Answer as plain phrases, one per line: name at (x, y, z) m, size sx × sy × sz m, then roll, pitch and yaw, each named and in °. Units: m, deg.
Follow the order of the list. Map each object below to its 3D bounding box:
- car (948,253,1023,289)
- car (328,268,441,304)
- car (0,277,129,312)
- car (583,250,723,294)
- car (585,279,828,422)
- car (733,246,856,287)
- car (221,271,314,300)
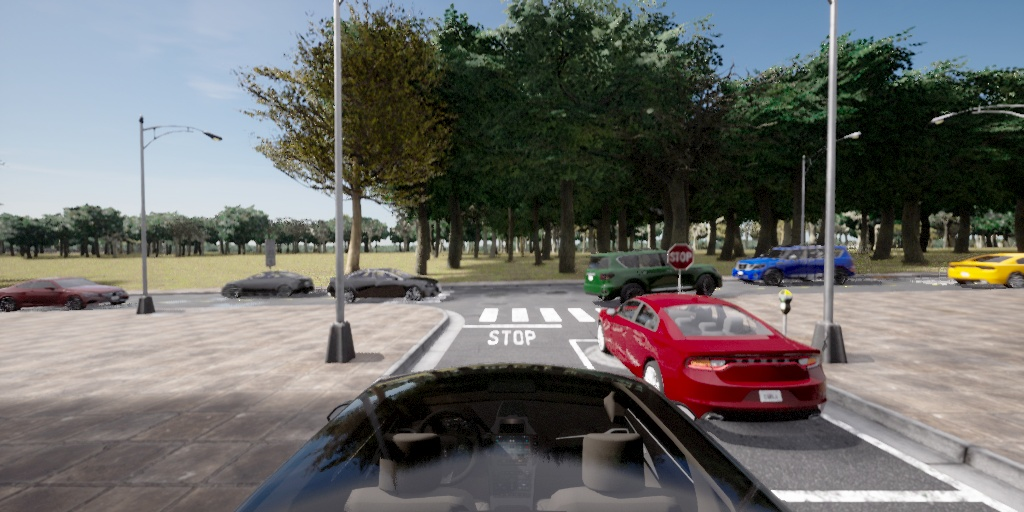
car at (23.093, 0.626, 16.291) m, size 5.008 × 1.535 × 1.882 m, roll -1°, pitch 1°, yaw 1°
car at (-5.734, 1.305, 16.328) m, size 4.902 × 1.511 × 2.128 m, roll -1°, pitch 1°, yaw 0°
car at (-20.452, 1.702, 16.354) m, size 4.674 × 1.442 × 1.812 m, roll -1°, pitch 1°, yaw 0°
car at (5.616, 0.789, 14.497) m, size 5.566 × 2.045 × 2.150 m, roll -4°, pitch -1°, yaw -15°
car at (2.642, 1.278, 5.875) m, size 1.888 × 1.381 × 4.507 m, roll 0°, pitch 0°, yaw 0°
car at (15.027, 0.495, 19.232) m, size 5.566 × 2.045 × 2.150 m, roll -1°, pitch 1°, yaw 0°
car at (-13.045, 1.498, 19.289) m, size 4.181 × 1.385 × 1.994 m, roll -1°, pitch 1°, yaw 0°
